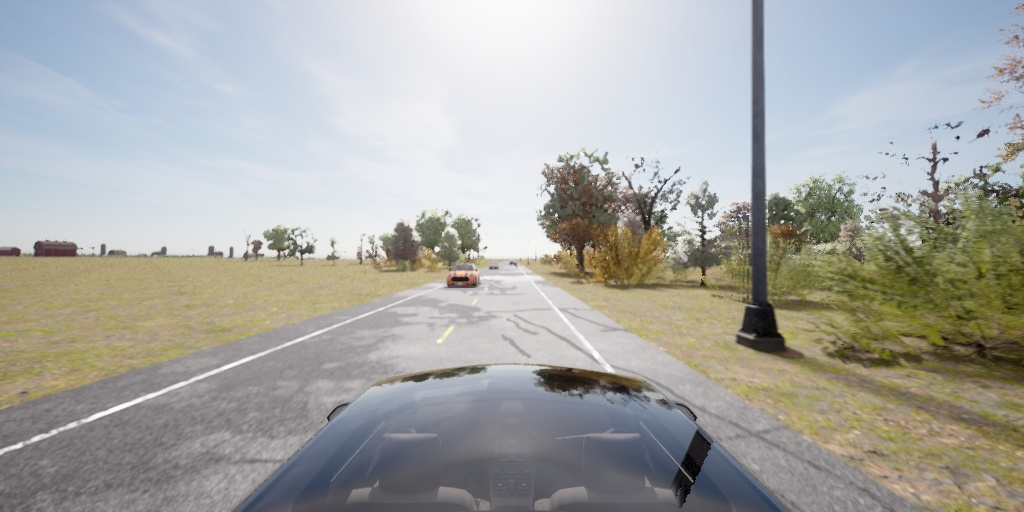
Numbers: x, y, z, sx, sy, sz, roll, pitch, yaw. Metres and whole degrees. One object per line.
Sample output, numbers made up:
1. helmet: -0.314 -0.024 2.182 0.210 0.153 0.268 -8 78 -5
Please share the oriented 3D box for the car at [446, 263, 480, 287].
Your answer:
1. car: -3.585 1.351 27.045 2.097 1.767 4.553 0 -1 0
